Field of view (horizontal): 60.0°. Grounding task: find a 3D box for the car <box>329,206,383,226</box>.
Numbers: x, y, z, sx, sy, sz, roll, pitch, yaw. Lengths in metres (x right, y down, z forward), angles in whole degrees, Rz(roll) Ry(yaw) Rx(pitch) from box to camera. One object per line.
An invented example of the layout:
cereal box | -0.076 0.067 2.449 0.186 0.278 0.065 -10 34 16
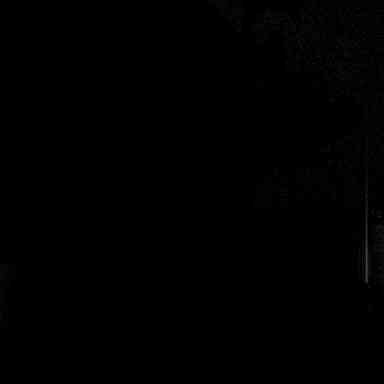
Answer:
car | 12.287 1.713 24.458 1.994 1.385 4.181 0 -1 -35
